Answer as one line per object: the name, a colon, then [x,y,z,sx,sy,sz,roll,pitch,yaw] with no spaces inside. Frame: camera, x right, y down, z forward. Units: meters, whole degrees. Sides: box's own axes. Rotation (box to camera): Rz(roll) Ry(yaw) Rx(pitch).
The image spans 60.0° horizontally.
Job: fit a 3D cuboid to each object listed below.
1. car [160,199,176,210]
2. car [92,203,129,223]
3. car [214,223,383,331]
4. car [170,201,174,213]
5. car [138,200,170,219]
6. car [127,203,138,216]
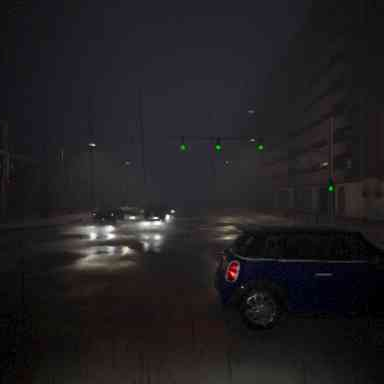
car: [-3.651,2.112,52.809,1.812,1.442,4.674,0,-1,0]
car: [-7.151,1.924,29.034,1.895,1.301,4.718,0,-1,0]
car: [2.757,1.466,6.613,4.553,1.767,2.097,0,-1,0]
car: [-3.654,2.072,42.382,1.895,1.301,4.718,0,-1,0]
car: [-3.643,1.859,33.114,2.128,1.511,4.902,0,-1,0]
car: [-7.150,1.950,38.154,1.812,1.442,4.674,0,0,0]
